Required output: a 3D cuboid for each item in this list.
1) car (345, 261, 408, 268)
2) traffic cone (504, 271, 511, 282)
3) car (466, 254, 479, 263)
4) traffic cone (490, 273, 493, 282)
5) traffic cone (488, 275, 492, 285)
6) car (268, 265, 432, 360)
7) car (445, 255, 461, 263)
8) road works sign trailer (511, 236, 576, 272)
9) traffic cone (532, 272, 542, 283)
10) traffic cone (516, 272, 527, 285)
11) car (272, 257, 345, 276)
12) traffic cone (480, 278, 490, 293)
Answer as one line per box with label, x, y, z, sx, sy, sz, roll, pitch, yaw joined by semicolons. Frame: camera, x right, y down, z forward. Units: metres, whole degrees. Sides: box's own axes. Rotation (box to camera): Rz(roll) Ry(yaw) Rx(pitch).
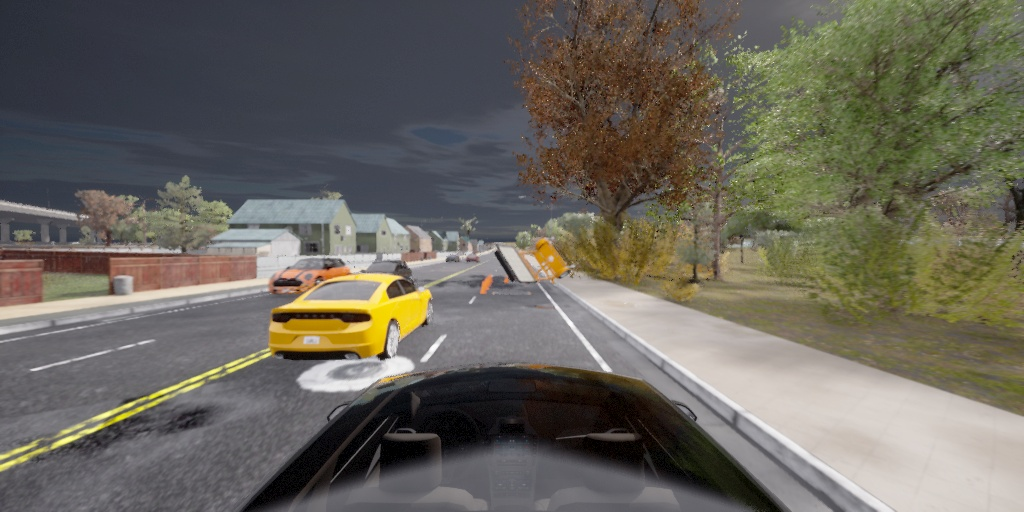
car;-6.597;1.015;18.887;1.837;1.490;4.892;0;1;0
traffic cone;-0.381;1.404;23.244;0.340;0.580;0.340;0;0;0
car;-6.546;0.382;59.809;1.882;1.535;5.008;0;1;1
traffic cone;-1.380;1.432;21.245;0.340;0.580;0.340;0;0;0
traffic cone;-1.380;1.461;19.245;0.340;0.580;0.340;0;0;0
car;-3.150;1.138;8.109;1.882;1.535;5.008;0;1;0
car;-9.784;0.453;59.809;2.033;1.411;5.357;0;1;1
road works sign trailer;1.932;-1.097;19.677;2.880;3.560;2.380;0;0;-44
traffic cone;1.619;1.404;23.244;0.340;0.580;0.340;0;0;0
traffic cone;0.619;1.404;23.245;0.340;0.580;0.340;0;0;0
car;-9.846;0.876;17.865;2.097;1.767;4.553;0;1;0
traffic cone;-1.380;1.489;17.245;0.340;0.580;0.340;0;0;0
